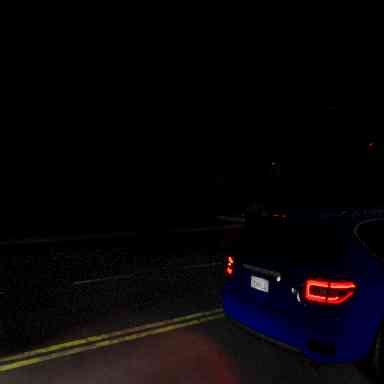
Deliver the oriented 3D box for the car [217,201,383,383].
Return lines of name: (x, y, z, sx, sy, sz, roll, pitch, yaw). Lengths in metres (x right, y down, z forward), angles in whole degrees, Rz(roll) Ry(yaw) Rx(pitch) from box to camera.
car: (3.083, 1.221, 5.546, 5.566, 2.045, 2.150, 0, 0, -33)

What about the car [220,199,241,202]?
car: (4.407, 1.493, 35.071, 2.128, 1.511, 4.902, 0, 0, -31)

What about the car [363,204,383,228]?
car: (13.427, 1.547, 19.966, 2.033, 1.411, 5.357, 0, 0, -31)
